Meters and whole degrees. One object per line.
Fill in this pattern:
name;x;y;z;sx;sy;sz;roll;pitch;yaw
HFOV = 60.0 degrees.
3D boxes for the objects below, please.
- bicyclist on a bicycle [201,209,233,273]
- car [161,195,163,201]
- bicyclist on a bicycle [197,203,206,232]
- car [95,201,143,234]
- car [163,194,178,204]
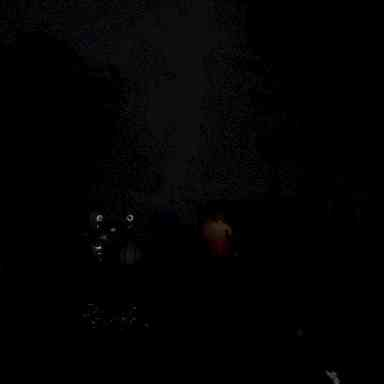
bicyclist on a bicycle;0.813;1.430;9.708;0.866;1.612;1.509;0;0;-1
car;-5.774;1.206;73.375;2.033;1.411;5.357;0;1;-9
bicyclist on a bicycle;0.537;1.436;18.465;0.582;1.620;1.656;0;0;-2
car;-4.065;1.332;19.026;2.097;1.767;4.553;0;0;-3
car;-3.454;1.358;57.178;2.033;1.411;5.357;0;0;-6
